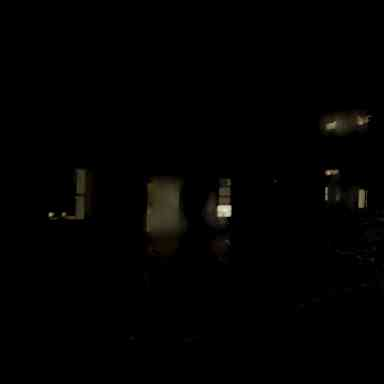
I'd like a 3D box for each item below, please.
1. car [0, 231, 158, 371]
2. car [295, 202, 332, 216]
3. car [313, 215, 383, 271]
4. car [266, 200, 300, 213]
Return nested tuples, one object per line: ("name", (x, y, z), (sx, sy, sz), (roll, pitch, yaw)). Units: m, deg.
("car", (-2.615, 1.442, 4.674), (4.097, 1.590, 1.967), (0, 1, -35))
("car", (10.695, 1.668, 30.904), (1.887, 1.381, 4.507), (1, -1, -35))
("car", (6.187, 1.575, 10.955), (4.403, 1.369, 2.008), (0, 1, -35))
("car", (11.985, 1.830, 44.133), (1.967, 1.590, 4.097), (1, -1, -35))
